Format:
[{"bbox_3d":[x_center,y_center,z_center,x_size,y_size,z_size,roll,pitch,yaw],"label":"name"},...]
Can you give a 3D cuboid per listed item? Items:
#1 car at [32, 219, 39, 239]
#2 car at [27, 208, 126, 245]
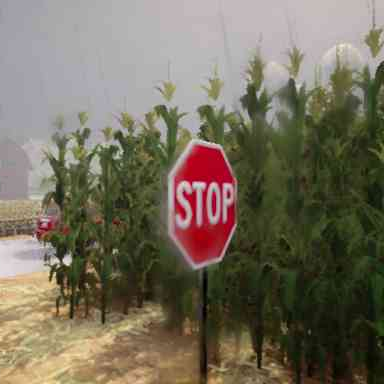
[{"bbox_3d":[-4.042,1.374,15.034,2.150,2.045,5.566,0,-1,39],"label":"car"},{"bbox_3d":[-5.833,1.682,17.382,1.812,1.442,4.674,0,0,37],"label":"car"}]
